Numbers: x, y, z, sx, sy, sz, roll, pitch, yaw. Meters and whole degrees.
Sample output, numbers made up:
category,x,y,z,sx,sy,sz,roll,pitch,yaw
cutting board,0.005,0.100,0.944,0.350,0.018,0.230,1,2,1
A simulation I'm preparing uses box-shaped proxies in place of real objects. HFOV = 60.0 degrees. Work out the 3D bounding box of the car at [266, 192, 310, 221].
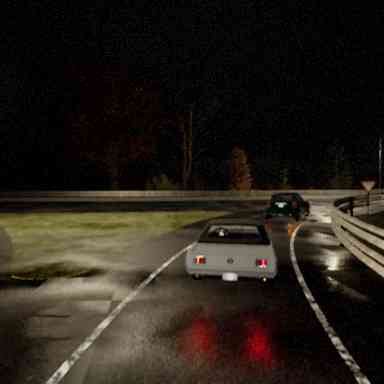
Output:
category,x,y,z,sx,sy,sz,roll,pitch,yaw
car,6.374,0.804,21.882,2.097,1.767,4.553,1,2,28

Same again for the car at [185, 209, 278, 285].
category,x,y,z,sx,sy,sz,roll,pitch,yaw
car,1.174,1.374,8.900,1.895,1.301,4.718,0,1,10
